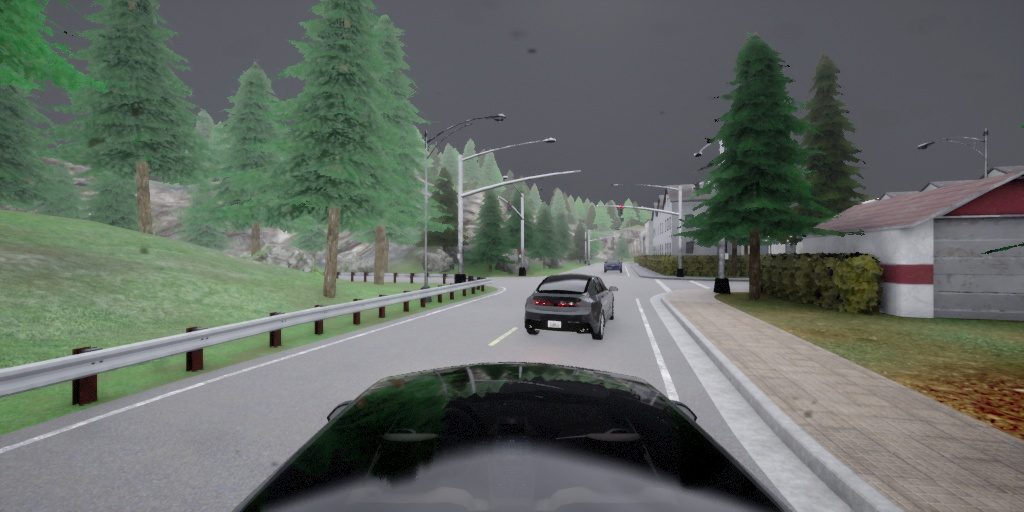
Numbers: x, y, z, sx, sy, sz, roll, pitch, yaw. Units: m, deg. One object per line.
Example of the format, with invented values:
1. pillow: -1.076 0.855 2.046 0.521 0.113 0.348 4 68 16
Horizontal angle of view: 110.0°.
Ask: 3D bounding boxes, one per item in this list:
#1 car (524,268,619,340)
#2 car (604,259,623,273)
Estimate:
1. car: 1.800 1.255 10.152 1.837 1.490 4.892 0 0 21
2. car: 12.447 1.102 44.032 2.097 1.767 4.553 0 0 17
